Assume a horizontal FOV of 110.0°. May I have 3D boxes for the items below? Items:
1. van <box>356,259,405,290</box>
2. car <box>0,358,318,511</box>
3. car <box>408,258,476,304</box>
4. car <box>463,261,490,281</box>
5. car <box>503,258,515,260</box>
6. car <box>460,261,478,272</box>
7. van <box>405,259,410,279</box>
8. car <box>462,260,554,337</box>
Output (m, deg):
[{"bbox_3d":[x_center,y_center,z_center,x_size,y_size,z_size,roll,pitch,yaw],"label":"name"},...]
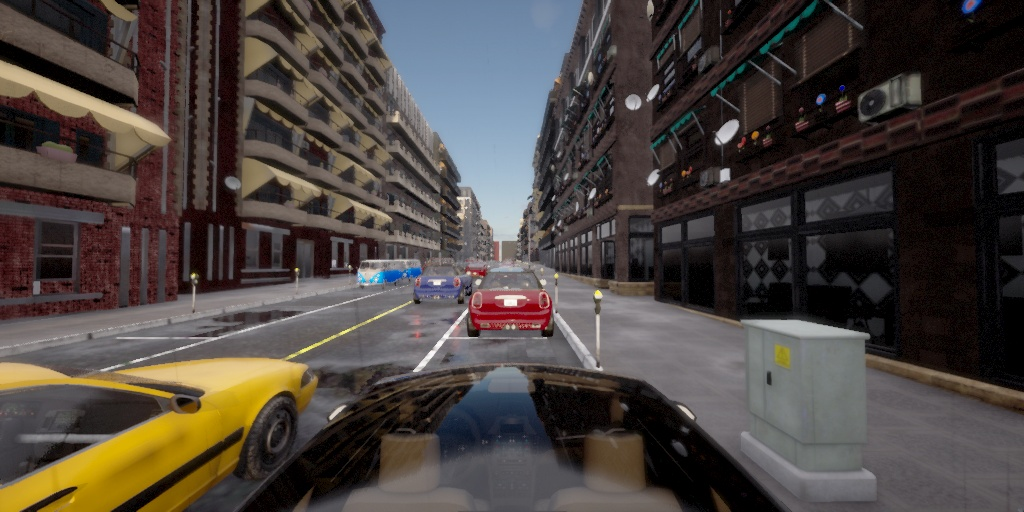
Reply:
[{"bbox_3d":[-8.335,1.107,22.603,1.690,1.789,3.998,0,0,0],"label":"van"},{"bbox_3d":[-3.020,1.206,1.694,1.801,1.575,5.366,0,0,0],"label":"car"},{"bbox_3d":[-3.020,1.127,16.607,2.097,1.767,4.553,0,0,0],"label":"car"},{"bbox_3d":[-3.020,1.269,31.641,1.882,1.535,5.008,0,0,0],"label":"car"},{"bbox_3d":[-0.445,1.239,39.134,1.967,1.591,4.097,0,0,0],"label":"car"},{"bbox_3d":[-5.771,1.424,48.646,1.994,1.385,4.181,0,0,0],"label":"car"},{"bbox_3d":[-8.335,1.117,28.134,1.690,1.789,3.998,0,0,0],"label":"van"},{"bbox_3d":[-0.033,1.107,10.473,2.097,1.767,4.553,0,0,0],"label":"car"}]
